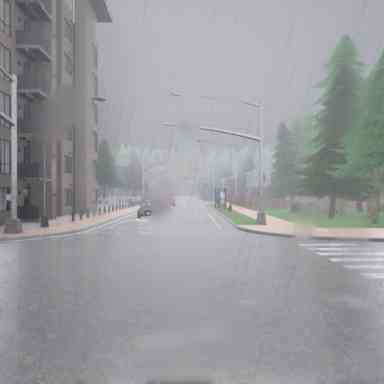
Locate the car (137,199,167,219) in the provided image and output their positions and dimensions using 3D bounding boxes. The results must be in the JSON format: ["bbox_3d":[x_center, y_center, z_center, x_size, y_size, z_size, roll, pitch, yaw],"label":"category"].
[{"bbox_3d":[-3.604,1.567,29.445,1.994,1.385,4.181,0,0,0],"label":"car"}]

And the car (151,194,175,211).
[{"bbox_3d":[-3.607,1.226,40.101,2.150,2.045,5.566,0,0,0],"label":"car"}]
